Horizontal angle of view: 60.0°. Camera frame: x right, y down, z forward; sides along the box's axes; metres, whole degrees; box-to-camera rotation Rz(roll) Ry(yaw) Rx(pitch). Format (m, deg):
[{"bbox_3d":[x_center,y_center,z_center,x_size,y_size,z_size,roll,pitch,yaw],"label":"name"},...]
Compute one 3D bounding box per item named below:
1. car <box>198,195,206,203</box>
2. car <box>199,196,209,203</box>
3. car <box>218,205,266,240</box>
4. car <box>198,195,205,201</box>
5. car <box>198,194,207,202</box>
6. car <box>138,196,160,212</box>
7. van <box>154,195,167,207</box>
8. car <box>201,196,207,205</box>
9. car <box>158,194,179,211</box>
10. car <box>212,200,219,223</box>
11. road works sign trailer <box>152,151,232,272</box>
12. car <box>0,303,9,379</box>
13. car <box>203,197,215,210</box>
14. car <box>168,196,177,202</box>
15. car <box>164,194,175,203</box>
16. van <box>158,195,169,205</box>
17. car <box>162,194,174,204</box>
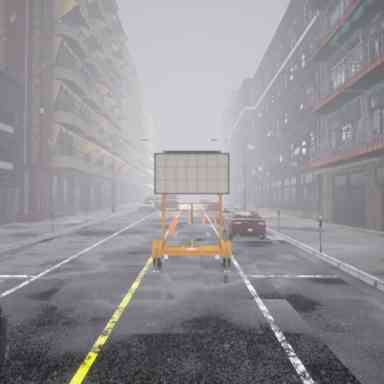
[{"bbox_3d":[2.633,1.680,61.315,1.887,1.381,4.507,1,0,0],"label":"car"},{"bbox_3d":[2.652,1.621,72.377,1.967,1.590,4.097,1,0,0],"label":"car"},{"bbox_3d":[2.597,1.563,17.069,1.887,1.381,4.507,1,0,0],"label":"car"},{"bbox_3d":[2.627,1.729,94.502,1.967,1.590,4.097,1,0,0],"label":"car"},{"bbox_3d":[2.622,1.546,83.439,2.192,1.841,5.009,1,0,0],"label":"car"},{"bbox_3d":[-5.265,1.591,39.091,1.752,1.417,4.829,2,0,0],"label":"car"},{"bbox_3d":[-5.246,1.456,55.852,1.690,1.788,3.998,2,0,0],"label":"van"},{"bbox_3d":[2.619,1.632,44.723,2.008,1.369,4.403,1,0,0],"label":"car"},{"bbox_3d":[-2.816,1.294,41.880,2.150,2.045,5.566,0,0,0],"label":"car"},{"bbox_3d":[2.602,1.553,22.771,1.752,1.417,4.829,1,0,0],"label":"car"},{"bbox_3d":[-0.002,0.474,10.752,2.380,3.560,2.880,0,0,0],"label":"road works sign trailer"},{"bbox_3d":[-2.850,1.492,1.529,2.128,1.511,4.902,0,0,0],"label":"car"},{"bbox_3d":[2.615,1.611,39.191,1.887,1.381,4.507,1,0,0],"label":"car"},{"bbox_3d":[-5.226,1.825,89.036,1.947,1.339,4.313,1,0,0],"label":"car"},{"bbox_3d":[-5.229,1.521,77.974,2.192,1.841,5.009,1,0,0],"label":"car"},{"bbox_3d":[-5.243,1.477,61.384,1.690,1.788,3.998,1,0,0],"label":"van"},{"bbox_3d":[-5.233,1.497,72.444,2.192,1.841,5.009,1,0,0],"label":"car"}]
